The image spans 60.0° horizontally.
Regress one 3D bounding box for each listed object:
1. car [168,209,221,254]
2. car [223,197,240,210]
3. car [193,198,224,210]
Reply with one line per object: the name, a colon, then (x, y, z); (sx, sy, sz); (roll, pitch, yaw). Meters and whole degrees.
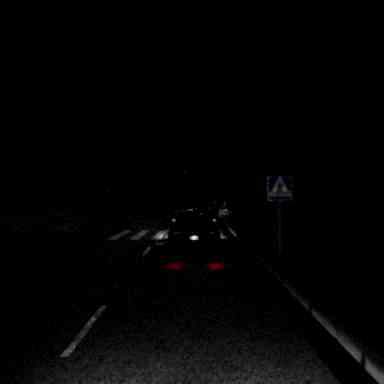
car: (0.087, 1.594, 13.731); (1.994, 1.385, 4.181); (0, 0, 0)
car: (4.890, 1.506, 46.504); (2.097, 1.767, 4.553); (-1, -1, 36)
car: (1.293, 1.567, 29.460); (2.128, 1.511, 4.902); (0, 0, 11)
